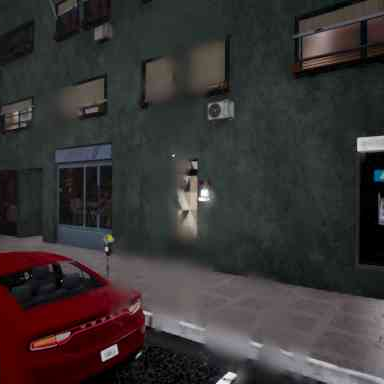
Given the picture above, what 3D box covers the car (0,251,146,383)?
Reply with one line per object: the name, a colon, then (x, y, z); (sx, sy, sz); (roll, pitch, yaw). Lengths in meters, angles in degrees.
car: (-2.676, 1.544, 4.772); (4.507, 1.381, 1.887); (0, 0, 35)
